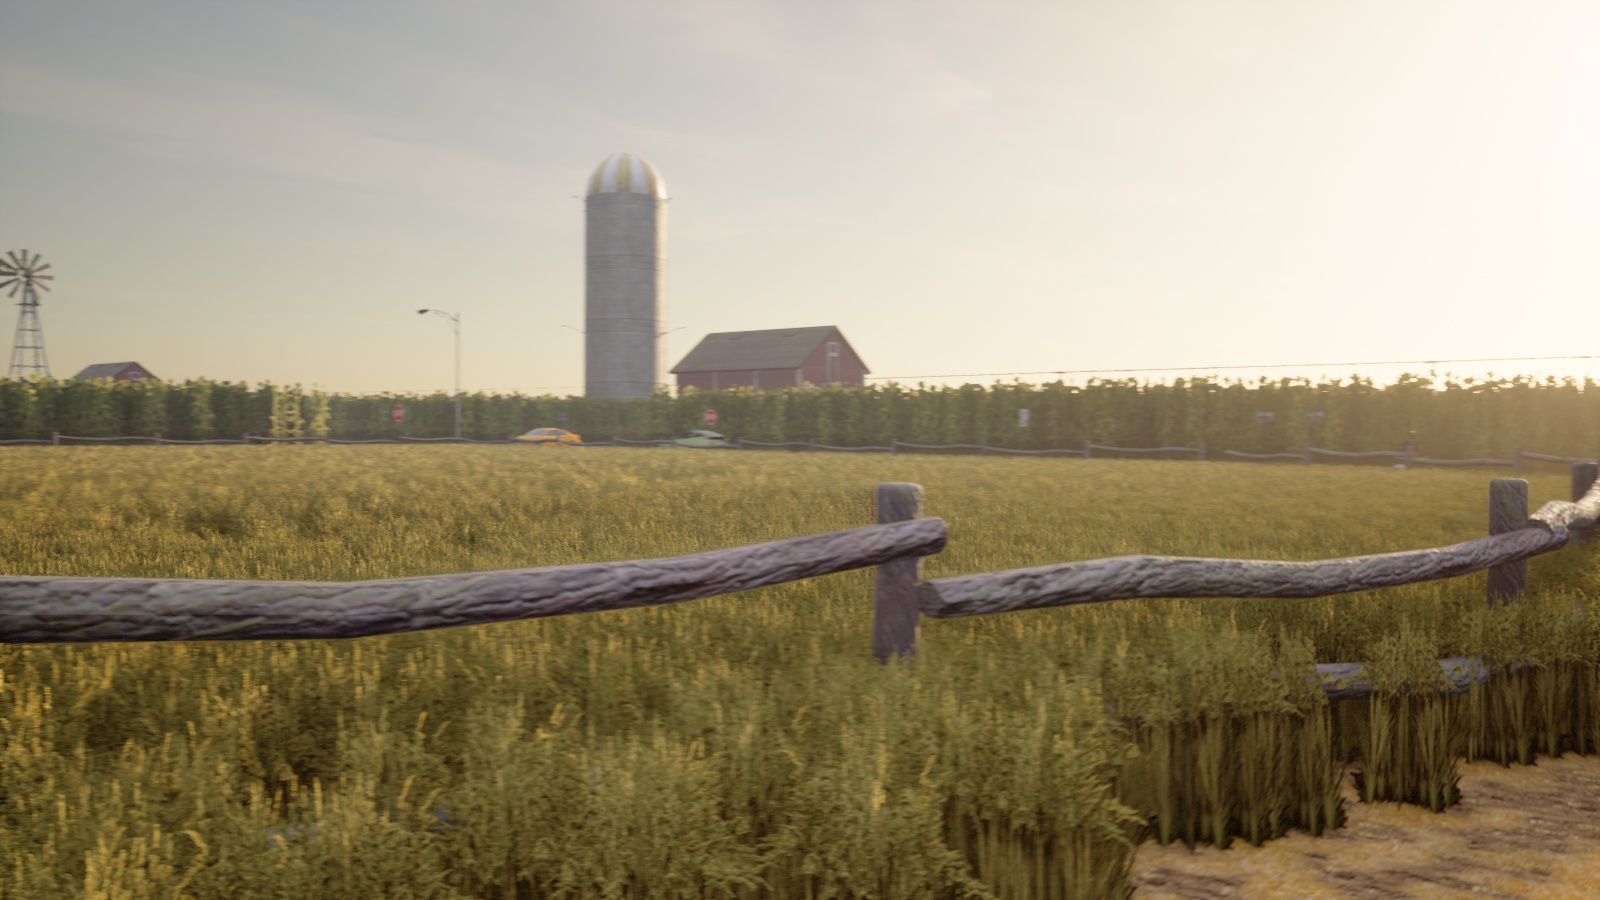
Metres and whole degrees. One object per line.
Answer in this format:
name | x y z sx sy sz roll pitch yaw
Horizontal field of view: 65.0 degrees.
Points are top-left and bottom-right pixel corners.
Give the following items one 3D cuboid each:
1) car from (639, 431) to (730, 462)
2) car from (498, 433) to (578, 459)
car | -5.888 -0.190 63.682 4.514 1.525 2.007 1 1 40
car | -16.101 -0.266 77.481 1.882 1.535 5.008 0 1 31
